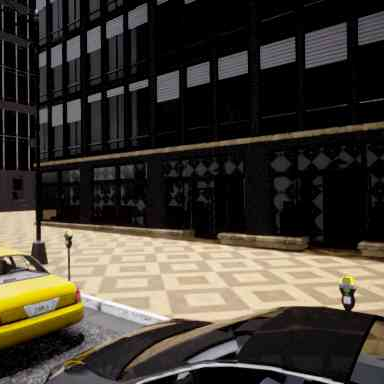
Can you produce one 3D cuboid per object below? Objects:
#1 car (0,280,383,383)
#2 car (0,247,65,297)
[{"bbox_3d":[0.725,1.566,2.329,4.313,1.339,1.947,0,-1,35],"label":"car"},{"bbox_3d":[-3.911,1.527,5.840,4.829,1.417,1.752,0,-1,35],"label":"car"}]
